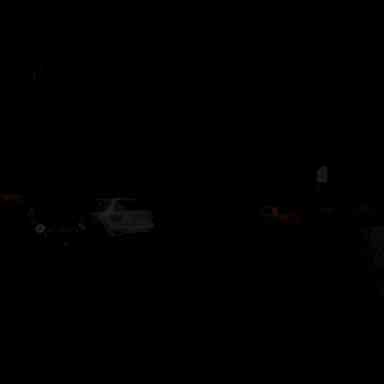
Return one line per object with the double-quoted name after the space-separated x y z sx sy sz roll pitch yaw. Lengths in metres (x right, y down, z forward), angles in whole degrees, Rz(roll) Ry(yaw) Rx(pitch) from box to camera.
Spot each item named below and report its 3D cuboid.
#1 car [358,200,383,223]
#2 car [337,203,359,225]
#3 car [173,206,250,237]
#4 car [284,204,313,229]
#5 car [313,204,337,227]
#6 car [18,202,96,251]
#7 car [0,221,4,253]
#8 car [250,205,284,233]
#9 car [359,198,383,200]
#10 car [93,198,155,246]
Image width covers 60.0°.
14.287 1.779 28.967 2.097 1.535 5.008 1 0 -36 "car"
9.663 1.717 25.677 2.097 1.535 5.008 1 0 -35 "car"
0.716 1.627 19.293 2.163 1.488 4.792 1 0 -35 "car"
5.126 1.654 22.682 1.946 1.575 5.366 1 0 -35 "car"
7.483 1.717 24.160 2.163 1.488 4.792 1 0 -35 "car"
-6.149 1.389 14.502 2.185 1.767 4.553 1 0 -35 "car"
-8.471 1.527 12.813 2.002 1.452 4.674 1 0 -35 "car"
2.982 1.656 20.899 2.163 1.488 4.792 1 0 -35 "car"
18.833 1.588 32.170 2.435 2.045 5.566 1 0 -36 "car"
-3.851 1.289 16.126 2.435 2.045 5.566 1 0 -35 "car"
